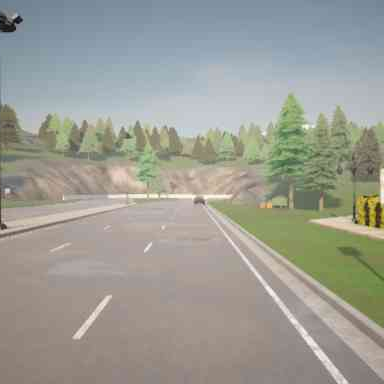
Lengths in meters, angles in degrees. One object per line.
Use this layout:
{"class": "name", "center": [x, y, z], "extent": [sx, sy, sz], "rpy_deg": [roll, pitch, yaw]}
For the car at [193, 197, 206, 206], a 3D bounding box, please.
{"class": "car", "center": [1.224, 1.566, 55.620], "extent": [1.837, 1.490, 4.892], "rpy_deg": [0, 0, 0]}
